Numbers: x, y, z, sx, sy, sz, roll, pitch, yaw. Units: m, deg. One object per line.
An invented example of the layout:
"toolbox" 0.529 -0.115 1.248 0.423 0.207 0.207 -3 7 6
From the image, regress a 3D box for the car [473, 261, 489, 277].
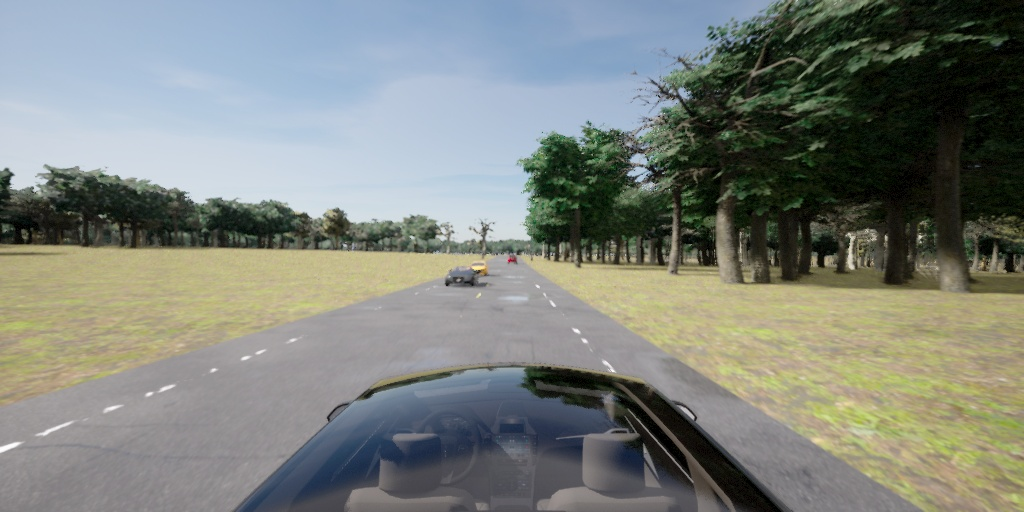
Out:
"car" -3.481 1.309 37.917 1.882 1.535 5.008 0 0 0

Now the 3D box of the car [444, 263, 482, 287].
"car" -3.493 1.395 25.494 1.994 1.385 4.181 0 0 0
